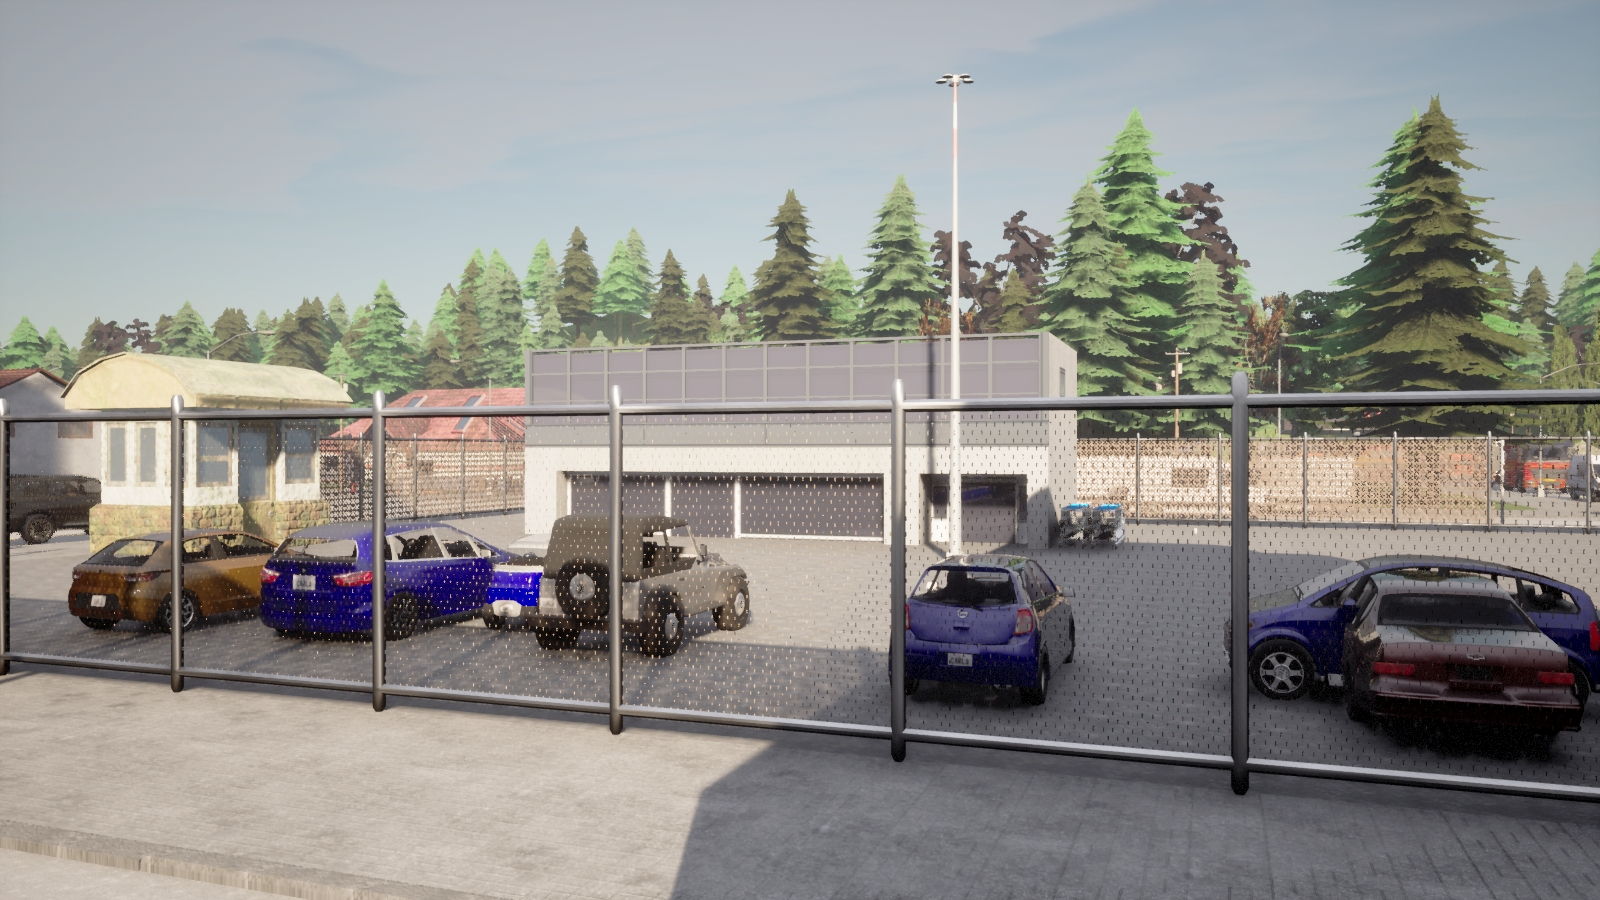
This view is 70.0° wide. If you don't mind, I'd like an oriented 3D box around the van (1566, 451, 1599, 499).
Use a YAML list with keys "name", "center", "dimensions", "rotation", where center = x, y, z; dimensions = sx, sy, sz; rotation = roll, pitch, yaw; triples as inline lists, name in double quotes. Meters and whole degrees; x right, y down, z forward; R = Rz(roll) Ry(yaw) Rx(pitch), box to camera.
- name: "van"
  center: [44.035, 1.314, 62.679]
  dimensions: [1.988, 2.561, 5.915]
  rotation: [0, 0, 20]

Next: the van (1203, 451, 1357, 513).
- name: "van"
  center: [20.383, 1.314, 48.741]
  dimensions: [5.915, 2.561, 1.988]
  rotation: [0, 0, 21]

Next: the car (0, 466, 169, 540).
- name: "car"
  center: [-22.827, 1.558, 35.484]
  dimensions: [2.150, 2.045, 5.566]
  rotation: [0, 0, 21]

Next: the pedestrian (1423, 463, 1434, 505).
- name: "pedestrian"
  center: [28.426, 1.526, 51.690]
  dimensions: [0.375, 1.860, 0.375]
  rotation: [0, 0, 20]

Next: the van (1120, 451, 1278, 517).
- name: "van"
  center: [16.090, 1.314, 46.209]
  dimensions: [5.915, 2.561, 1.988]
  rotation: [0, 0, 20]
